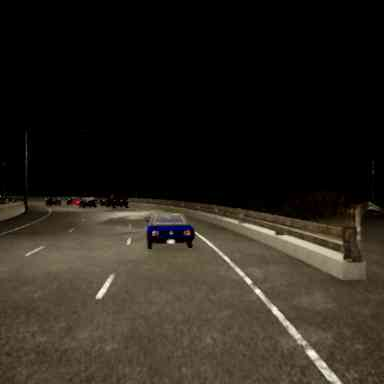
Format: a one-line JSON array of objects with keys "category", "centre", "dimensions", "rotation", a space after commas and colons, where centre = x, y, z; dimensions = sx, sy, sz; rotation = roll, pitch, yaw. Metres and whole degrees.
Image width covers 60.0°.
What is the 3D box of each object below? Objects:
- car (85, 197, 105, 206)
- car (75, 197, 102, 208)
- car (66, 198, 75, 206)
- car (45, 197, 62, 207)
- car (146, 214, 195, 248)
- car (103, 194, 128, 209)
[{"category": "car", "centre": [-17.528, 1.600, 59.961], "dimensions": [2.128, 1.511, 4.902], "rotation": [0, 0, -34]}, {"category": "car", "centre": [-15.370, 1.585, 49.027], "dimensions": [2.128, 1.511, 4.902], "rotation": [0, 0, -29]}, {"category": "car", "centre": [-20.502, 1.689, 58.117], "dimensions": [1.994, 1.385, 4.181], "rotation": [0, 0, -34]}, {"category": "car", "centre": [-23.346, 1.631, 56.059], "dimensions": [2.128, 1.511, 4.902], "rotation": [0, 0, -34]}, {"category": "car", "centre": [-1.110, 1.610, 14.921], "dimensions": [1.895, 1.301, 4.718], "rotation": [0, 0, -8]}, {"category": "car", "centre": [-10.567, 1.289, 46.982], "dimensions": [2.150, 2.045, 5.566], "rotation": [0, 0, -25]}]
